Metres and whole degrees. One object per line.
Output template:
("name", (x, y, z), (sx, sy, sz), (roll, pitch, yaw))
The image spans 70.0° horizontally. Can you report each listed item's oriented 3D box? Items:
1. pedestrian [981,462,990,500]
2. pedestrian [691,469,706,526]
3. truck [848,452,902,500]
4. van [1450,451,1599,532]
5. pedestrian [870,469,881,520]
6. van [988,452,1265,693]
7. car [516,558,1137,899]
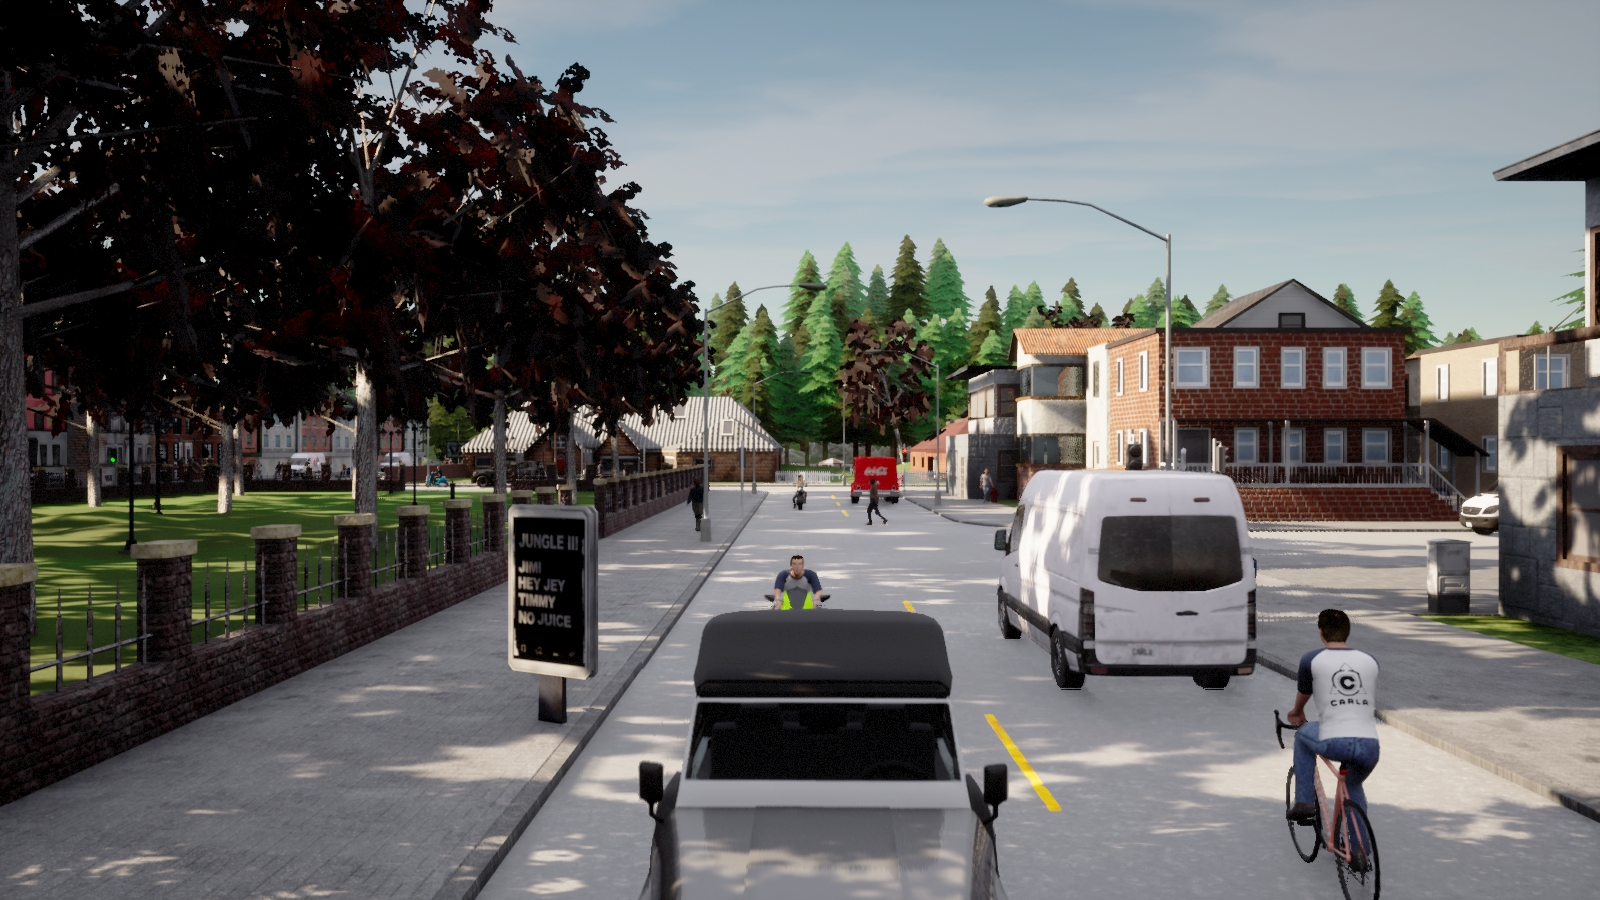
("pedestrian", (9.274, 1.547, 57.037), (0.375, 1.860, 0.375), (0, 0, -3))
("pedestrian", (-3.295, 1.540, 37.112), (0.375, 1.860, 0.375), (0, 0, 12))
("truck", (3.969, 1.372, 61.570), (2.627, 2.467, 5.204), (0, 0, 1))
("van", (24.712, 1.329, 37.232), (5.915, 2.561, 1.988), (0, 0, 0))
("pedestrian", (2.775, 1.645, 41.964), (0.375, 1.860, 0.375), (0, 0, 4))
("van", (3.997, 1.322, 15.233), (1.988, 2.561, 5.915), (0, 0, 0))
("car", (0.112, 1.640, 5.438), (1.905, 1.878, 3.866), (0, 0, 1))
